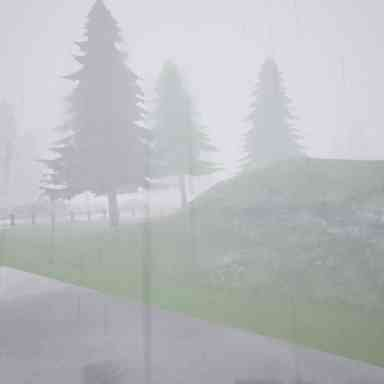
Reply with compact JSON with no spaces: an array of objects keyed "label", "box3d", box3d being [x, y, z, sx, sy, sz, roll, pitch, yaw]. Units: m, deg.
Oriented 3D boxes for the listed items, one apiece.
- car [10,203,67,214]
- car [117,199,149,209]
[{"label":"car","box3d":[-14.214,1.386,31.038,2.128,1.511,4.902,0,0,44]},{"label":"car","box3d":[-6.948,1.467,37.928,4.181,1.385,1.994,0,0,-39]}]
